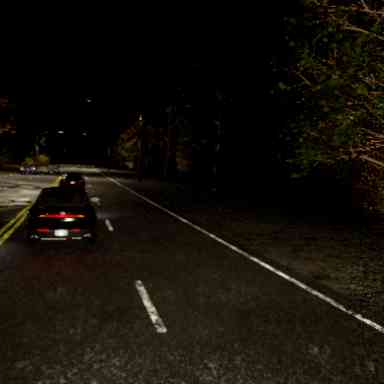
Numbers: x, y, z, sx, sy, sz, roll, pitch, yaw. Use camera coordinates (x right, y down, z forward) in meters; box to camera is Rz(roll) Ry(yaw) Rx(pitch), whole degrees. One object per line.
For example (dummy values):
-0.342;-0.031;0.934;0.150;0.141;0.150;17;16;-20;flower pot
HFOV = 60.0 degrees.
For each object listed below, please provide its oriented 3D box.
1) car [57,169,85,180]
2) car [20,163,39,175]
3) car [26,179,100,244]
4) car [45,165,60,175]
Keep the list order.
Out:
-9.933;-0.931;27.773;1.994;1.385;4.181;1;5;-19;car
-24.338;-3.524;49.833;2.097;1.767;4.553;1;5;-19;car
-4.080;0.582;10.683;1.837;1.490;4.892;1;5;-19;car
-21.248;-3.464;50.840;2.033;1.411;5.357;1;5;-19;car
